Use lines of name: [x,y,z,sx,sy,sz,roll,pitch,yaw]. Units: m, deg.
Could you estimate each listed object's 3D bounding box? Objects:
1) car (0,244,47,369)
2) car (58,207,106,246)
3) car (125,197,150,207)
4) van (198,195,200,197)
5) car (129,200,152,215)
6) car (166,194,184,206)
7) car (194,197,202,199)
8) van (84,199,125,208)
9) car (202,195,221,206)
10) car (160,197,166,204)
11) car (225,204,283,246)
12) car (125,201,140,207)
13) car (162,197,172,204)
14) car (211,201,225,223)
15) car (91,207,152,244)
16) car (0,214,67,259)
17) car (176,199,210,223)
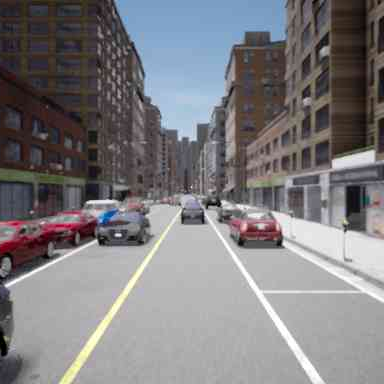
car: [-3.101,1.500,2.159,2.128,1.511,4.902,0,0,0]
car: [-5.672,1.600,15.557,1.887,1.381,4.507,0,0,0]
car: [-5.675,1.435,31.911,2.192,1.841,5.009,0,0,0]
van: [2.843,1.654,75.529,1.690,1.788,3.998,0,0,0]
car: [-5.675,1.668,37.190,1.752,1.417,4.829,0,0,0]
car: [-3.042,1.595,60.116,2.097,1.767,4.553,0,0,1]
car: [0.067,1.697,43.899,1.812,1.442,4.674,0,0,0]
van: [-5.673,1.417,21.009,1.690,1.788,3.998,0,0,0]
car: [2.993,1.414,48.106,2.150,2.045,5.566,0,0,0]
car: [-5.680,1.870,70.066,1.802,1.307,4.206,0,0,0]
car: [2.852,1.496,15.595,1.967,1.590,4.097,0,0,0]
car: [-5.673,1.648,26.459,2.008,1.369,4.403,0,0,0]
car: [-5.681,1.879,75.517,1.947,1.339,4.313,0,0,0]
car: [2.852,1.649,26.492,2.008,1.369,4.403,0,0,0]
car: [-3.089,1.621,15.906,1.994,1.385,4.181,0,0,0]
car: [-5.671,1.580,10.107,1.887,1.381,4.507,0,0,0]
car: [0.066,1.591,26.584,2.128,1.511,4.902,0,0,0]
